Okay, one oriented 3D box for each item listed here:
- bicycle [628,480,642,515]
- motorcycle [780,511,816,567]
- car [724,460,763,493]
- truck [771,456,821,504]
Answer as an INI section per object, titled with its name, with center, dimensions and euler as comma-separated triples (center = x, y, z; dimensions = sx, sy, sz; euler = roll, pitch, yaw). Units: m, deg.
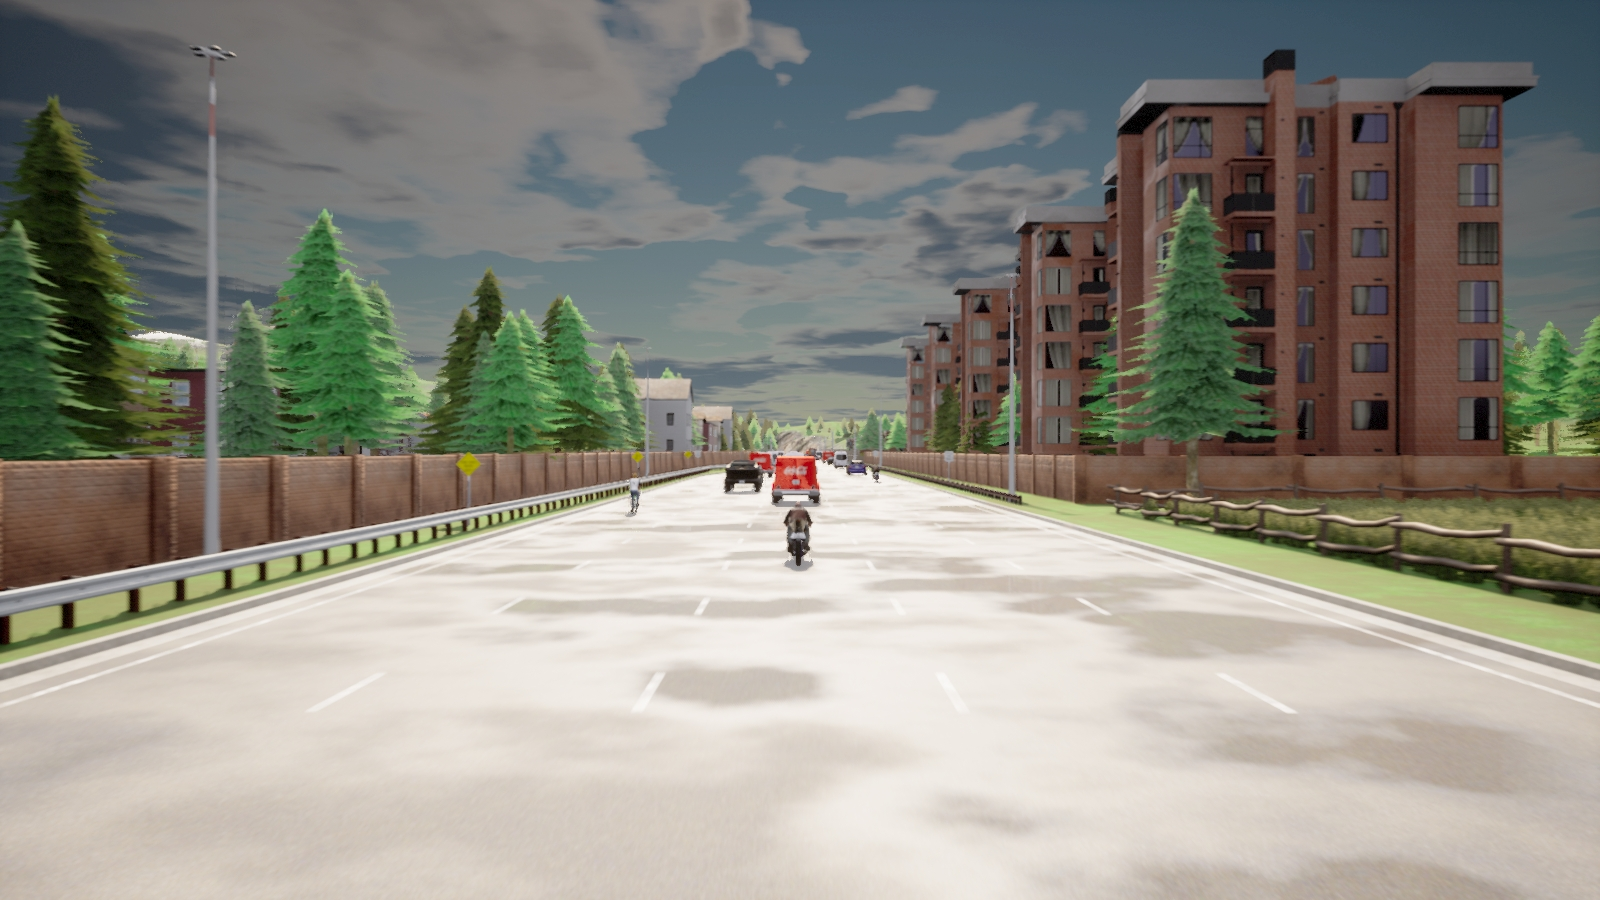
[bicycle]
center = -7.180, 2.056, 49.793
dimensions = 0.373, 1.496, 1.643
euler = 0, 0, 0
[motorcycle]
center = -0.047, 2.205, 28.700
dimensions = 0.867, 1.251, 2.209
euler = 0, 0, 0
[car]
center = -3.821, 1.754, 77.815
dimensions = 2.390, 2.098, 6.274
euler = 0, 0, 0
[truck]
center = -0.231, 1.568, 61.884
dimensions = 2.627, 2.467, 5.204
euler = 0, 0, 0
